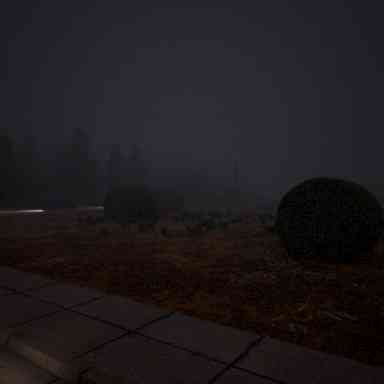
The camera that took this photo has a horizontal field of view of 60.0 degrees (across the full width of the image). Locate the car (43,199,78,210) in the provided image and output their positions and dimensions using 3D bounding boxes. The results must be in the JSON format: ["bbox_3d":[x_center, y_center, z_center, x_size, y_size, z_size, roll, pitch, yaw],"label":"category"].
[{"bbox_3d":[-16.700,1.555,42.286,1.994,1.385,4.181,0,0,37],"label":"car"}]
